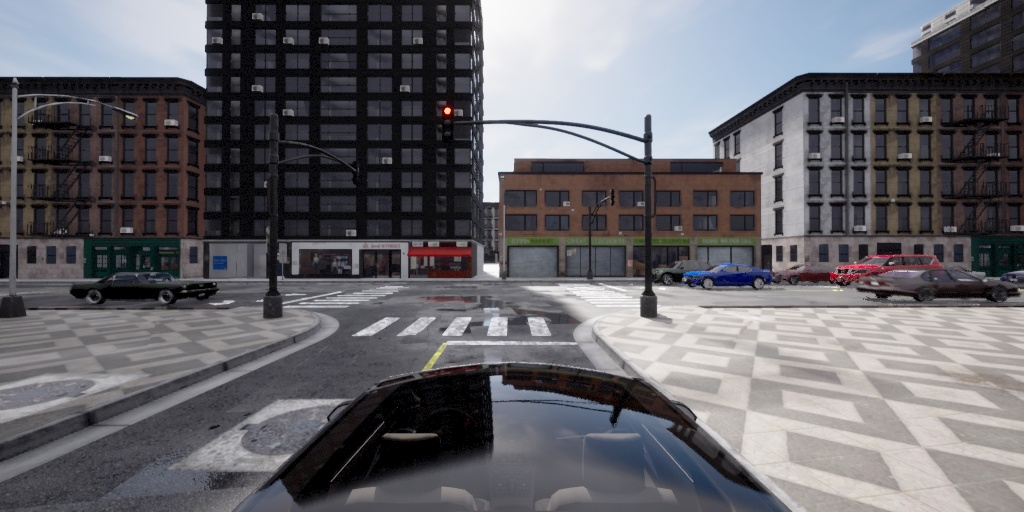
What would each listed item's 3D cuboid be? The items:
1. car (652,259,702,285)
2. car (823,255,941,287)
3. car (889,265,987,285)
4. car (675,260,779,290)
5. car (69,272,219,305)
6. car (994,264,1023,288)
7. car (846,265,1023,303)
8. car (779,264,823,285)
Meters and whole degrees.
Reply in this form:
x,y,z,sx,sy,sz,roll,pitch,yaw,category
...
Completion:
x,y,z,sx,sy,sz,roll,pitch,yaw,category
11.957,1.116,25.289,4.553,1.767,2.097,0,0,0,car
23.022,0.936,22.076,5.566,2.045,2.150,0,0,0,car
29.988,1.327,25.340,4.718,1.301,1.895,0,0,0,car
13.096,1.213,22.031,5.008,1.535,1.882,0,0,-2,car
-15.389,1.338,15.235,4.718,1.301,1.895,0,0,0,car
33.245,1.219,22.102,4.674,1.442,1.812,0,0,0,car
18.030,1.218,15.355,5.357,1.411,2.033,0,0,0,car
20.784,1.272,25.303,4.674,1.442,1.812,0,0,0,car
